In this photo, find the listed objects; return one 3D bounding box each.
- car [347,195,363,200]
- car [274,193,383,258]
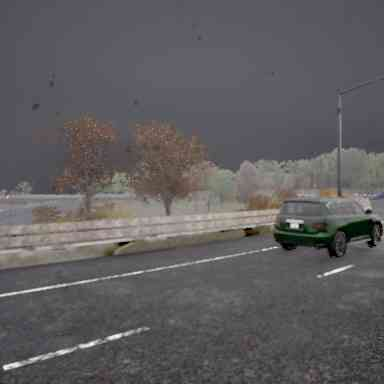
[{"bbox_3d":[39.765,1.325,81.133,1.994,1.385,4.181,0,0,4],"label":"car"},{"bbox_3d":[5.461,1.215,13.040,5.566,2.045,2.150,-1,0,-42],"label":"car"}]
